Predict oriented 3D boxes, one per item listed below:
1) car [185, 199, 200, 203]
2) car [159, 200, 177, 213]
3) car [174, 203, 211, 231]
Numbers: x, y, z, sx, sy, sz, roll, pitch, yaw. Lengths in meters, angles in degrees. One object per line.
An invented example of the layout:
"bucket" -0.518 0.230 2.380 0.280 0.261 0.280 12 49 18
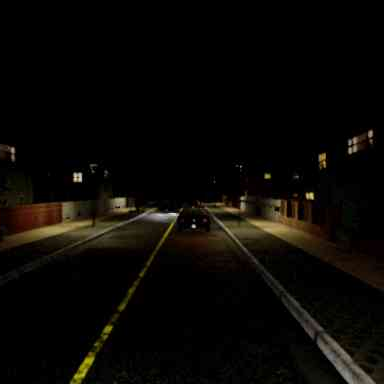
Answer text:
"car" 0.104 1.569 40.889 1.812 1.442 4.674 0 0 0
"car" -2.746 1.638 38.334 1.895 1.301 4.718 0 0 0
"car" 0.102 1.610 20.645 1.895 1.301 4.718 0 0 0
